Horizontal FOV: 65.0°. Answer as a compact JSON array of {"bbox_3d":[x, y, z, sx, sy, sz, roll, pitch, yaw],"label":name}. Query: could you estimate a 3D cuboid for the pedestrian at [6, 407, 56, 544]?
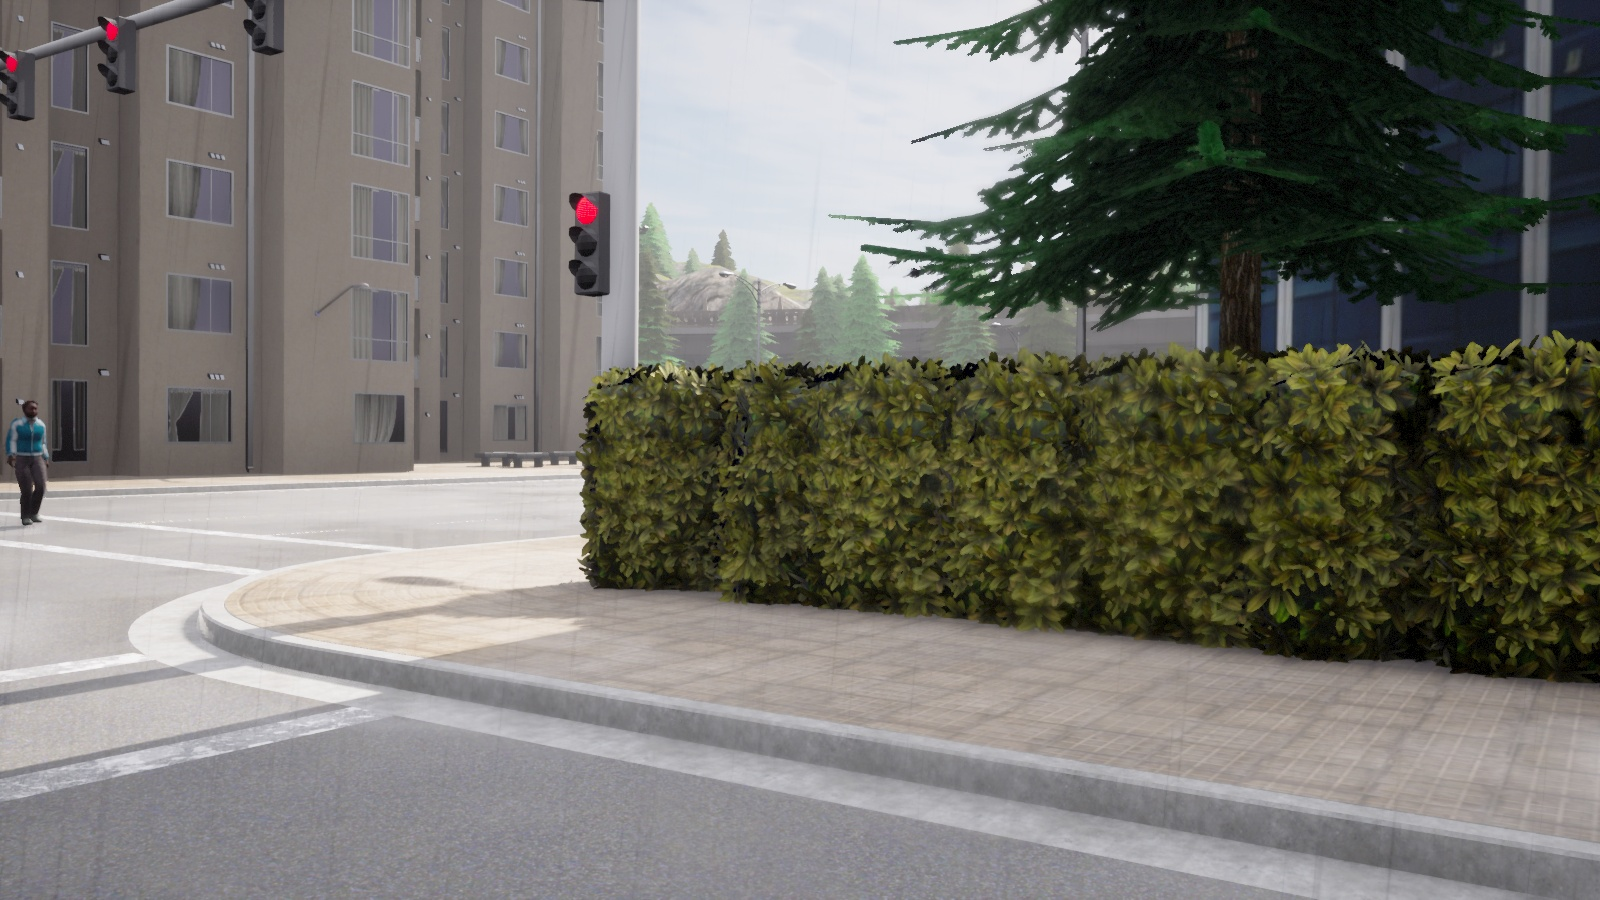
[{"bbox_3d":[-11.040,0.354,18.025,0.692,1.930,0.396,0,1,41],"label":"pedestrian"}]
